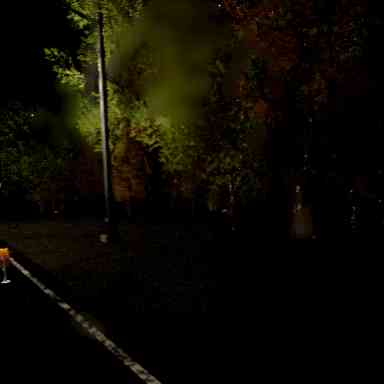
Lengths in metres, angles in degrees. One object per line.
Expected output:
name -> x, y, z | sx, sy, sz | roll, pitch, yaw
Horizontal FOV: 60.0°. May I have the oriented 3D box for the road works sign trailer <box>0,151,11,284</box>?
road works sign trailer -> -6.471, 0.605, 8.998 | 2.380, 3.560, 2.880 | -4, 2, -37
